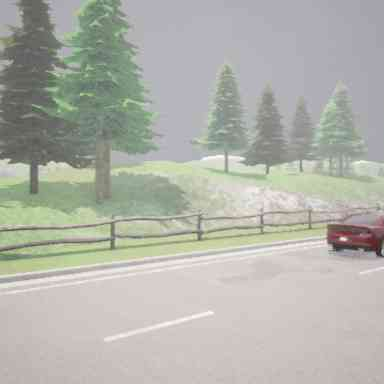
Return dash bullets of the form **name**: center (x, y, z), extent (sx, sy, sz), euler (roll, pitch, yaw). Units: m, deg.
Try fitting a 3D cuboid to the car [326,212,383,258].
- **car**: center (7.352, 1.514, 13.108), extent (5.008, 1.535, 1.882), euler (0, 0, -35)
